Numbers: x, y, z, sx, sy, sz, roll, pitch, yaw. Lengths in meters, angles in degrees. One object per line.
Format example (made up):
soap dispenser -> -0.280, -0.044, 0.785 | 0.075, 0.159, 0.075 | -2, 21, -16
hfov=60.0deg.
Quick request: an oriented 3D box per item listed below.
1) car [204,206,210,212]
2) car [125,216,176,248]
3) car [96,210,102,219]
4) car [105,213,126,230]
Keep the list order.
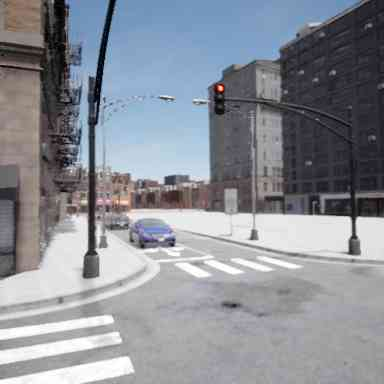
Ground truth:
car -> 5.550, 4.565, 88.926 | 4.902, 1.511, 2.128 | 0, -3, -30
car -> -2.332, 2.212, 18.796 | 1.812, 1.442, 4.674 | 0, -2, -20
car -> -14.099, 3.506, 50.579 | 2.033, 1.411, 5.357 | 0, -2, -20
car -> -6.927, 2.700, 31.108 | 1.812, 1.442, 4.674 | 0, -2, -20
